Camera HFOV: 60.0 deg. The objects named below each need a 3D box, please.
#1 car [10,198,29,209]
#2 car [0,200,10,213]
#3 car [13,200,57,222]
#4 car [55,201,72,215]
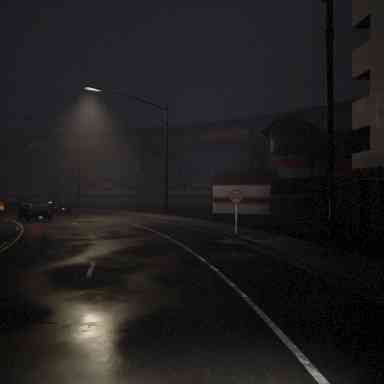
[{"bbox_3d":[-20.286,1.491,38.730,4.902,1.511,2.128,0,0,33],"label":"car"},{"bbox_3d":[-21.758,1.478,35.268,5.008,1.535,1.882,0,0,36],"label":"car"},{"bbox_3d":[-12.762,1.601,26.870,1.895,1.301,4.718,0,0,-37],"label":"car"},{"bbox_3d":[-13.537,1.564,32.872,1.994,1.385,4.181,0,0,-43],"label":"car"}]
